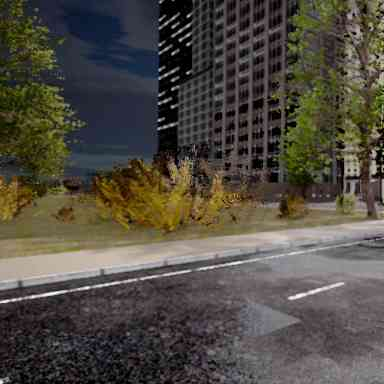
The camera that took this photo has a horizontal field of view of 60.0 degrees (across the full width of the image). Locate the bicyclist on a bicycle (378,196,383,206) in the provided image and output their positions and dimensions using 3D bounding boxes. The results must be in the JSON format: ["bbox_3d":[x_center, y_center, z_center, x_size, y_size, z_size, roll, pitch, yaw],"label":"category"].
[{"bbox_3d":[29.009,1.423,51.091,1.656,1.620,0.582,1,0,-34],"label":"bicyclist on a bicycle"}]
